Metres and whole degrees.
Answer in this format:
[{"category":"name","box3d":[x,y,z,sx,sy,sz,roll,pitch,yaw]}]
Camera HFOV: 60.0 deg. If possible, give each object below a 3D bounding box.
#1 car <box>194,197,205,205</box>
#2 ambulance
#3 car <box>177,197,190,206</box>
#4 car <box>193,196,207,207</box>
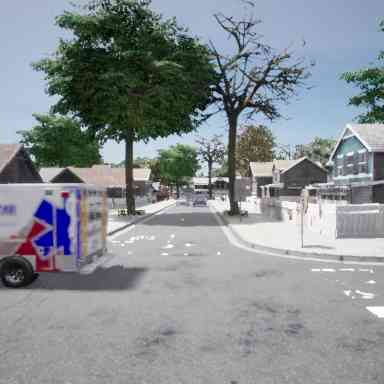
[{"category":"car","box3d":[1.413,1.555,61.473,1.994,1.385,4.181,0,0,1]},{"category":"ambulance","box3d":[-5.416,1.046,8.778,6.366,2.431,2.351,0,0,1]},{"category":"car","box3d":[-1.480,1.518,55.289,1.812,1.442,4.674,0,0,1]},{"category":"car","box3d":[1.181,1.345,51.410,2.097,1.767,4.553,0,0,1]}]
